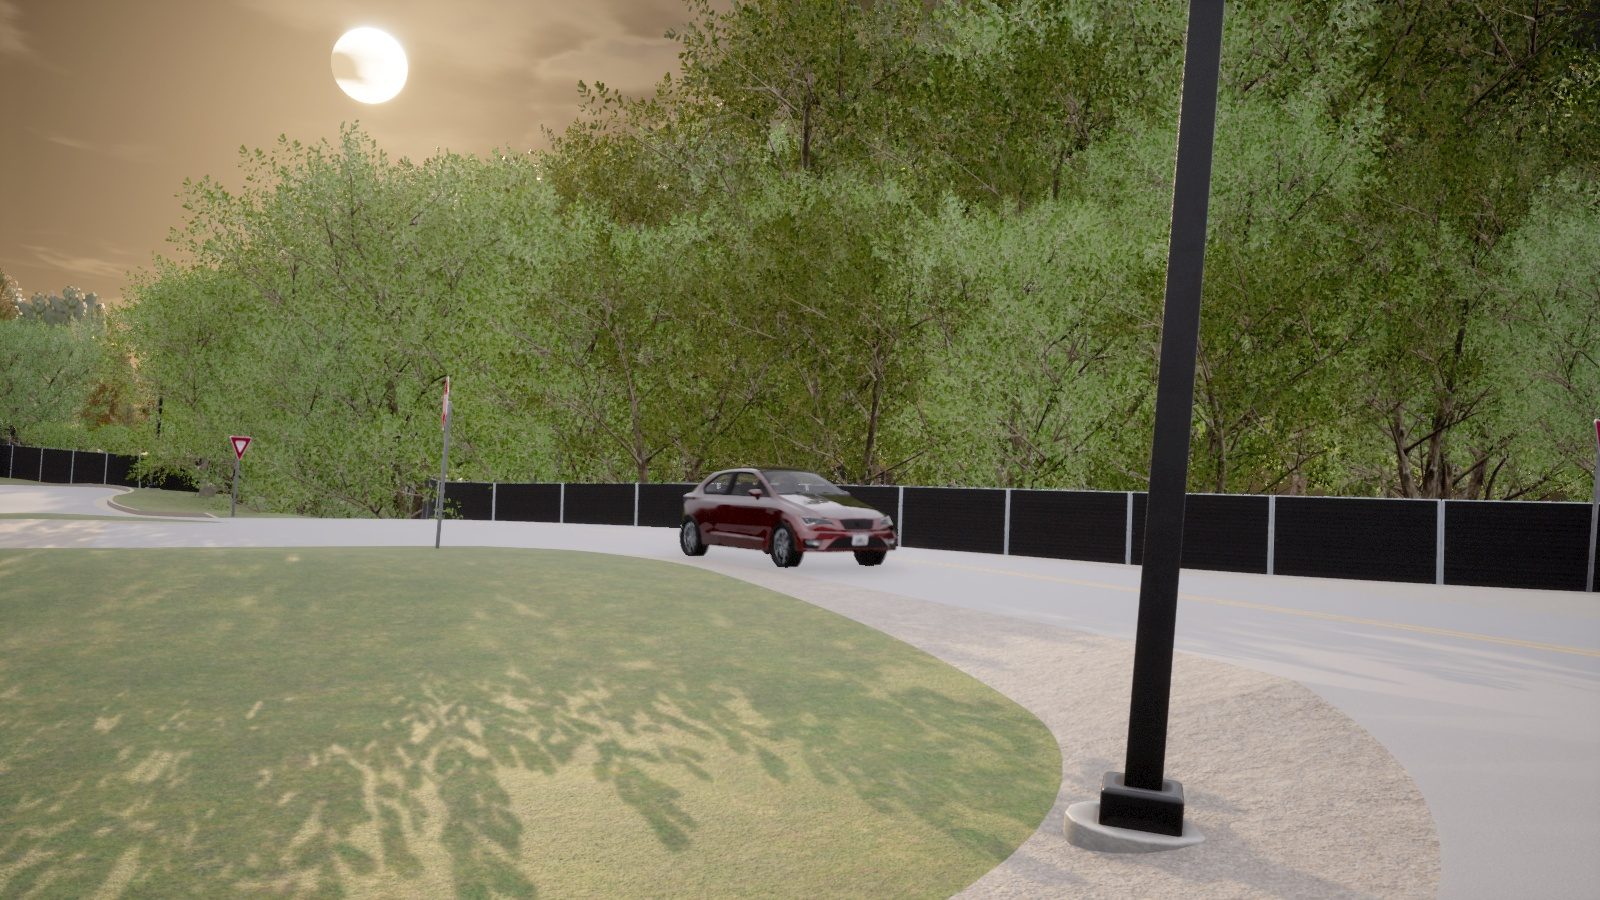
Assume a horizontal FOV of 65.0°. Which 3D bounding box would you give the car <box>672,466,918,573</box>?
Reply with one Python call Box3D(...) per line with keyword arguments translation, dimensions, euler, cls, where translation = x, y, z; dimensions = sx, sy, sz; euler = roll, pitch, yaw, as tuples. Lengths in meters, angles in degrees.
Box3D(translation=(-0.198, 1.013, 19.557), dimensions=(1.816, 1.474, 4.193), euler=(1, -2, -34), cls="car")
